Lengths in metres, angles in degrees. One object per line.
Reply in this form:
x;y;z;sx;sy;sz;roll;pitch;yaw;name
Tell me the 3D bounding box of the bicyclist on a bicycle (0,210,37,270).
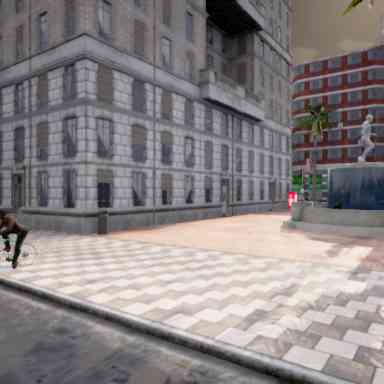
-4.950;1.295;8.931;0.582;1.620;1.656;0;0;36;bicyclist on a bicycle
